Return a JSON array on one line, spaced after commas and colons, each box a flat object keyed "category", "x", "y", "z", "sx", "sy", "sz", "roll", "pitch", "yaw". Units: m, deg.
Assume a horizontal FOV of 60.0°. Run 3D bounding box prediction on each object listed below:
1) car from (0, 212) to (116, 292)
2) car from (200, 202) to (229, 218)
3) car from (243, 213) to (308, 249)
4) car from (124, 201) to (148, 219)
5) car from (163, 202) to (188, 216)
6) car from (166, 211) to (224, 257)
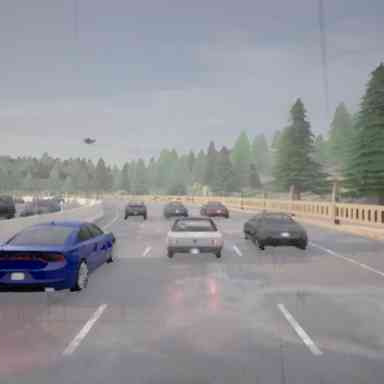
[{"category": "car", "x": -3.413, "y": 1.494, "z": 8.999, "sx": 1.882, "sy": 1.535, "sz": 5.008, "roll": 0, "pitch": 0, "yaw": 0}, {"category": "car", "x": 1.977, "y": 1.618, "z": 30.208, "sx": 1.994, "sy": 1.385, "sz": 4.181, "roll": 0, "pitch": 0, "yaw": -9}, {"category": "car", "x": 3.492, "y": 1.590, "z": 14.619, "sx": 1.994, "sy": 1.385, "sz": 4.181, "roll": 0, "pitch": 0, "yaw": -1}, {"category": "car", "x": -4.982, "y": 1.545, "z": 29.604, "sx": 2.128, "sy": 1.511, "sz": 4.902, "roll": 0, "pitch": 0, "yaw": -9}, {"category": "car", "x": -1.555, "y": 1.618, "z": 30.181, "sx": 1.994, "sy": 1.385, "sz": 4.181, "roll": 0, "pitch": 0, "yaw": -9}, {"category": "car", "x": 0.050, "y": 1.624, "z": 12.959, "sx": 1.895, "sy": 1.301, "sz": 4.718, "roll": 0, "pitch": 0, "yaw": -1}]
